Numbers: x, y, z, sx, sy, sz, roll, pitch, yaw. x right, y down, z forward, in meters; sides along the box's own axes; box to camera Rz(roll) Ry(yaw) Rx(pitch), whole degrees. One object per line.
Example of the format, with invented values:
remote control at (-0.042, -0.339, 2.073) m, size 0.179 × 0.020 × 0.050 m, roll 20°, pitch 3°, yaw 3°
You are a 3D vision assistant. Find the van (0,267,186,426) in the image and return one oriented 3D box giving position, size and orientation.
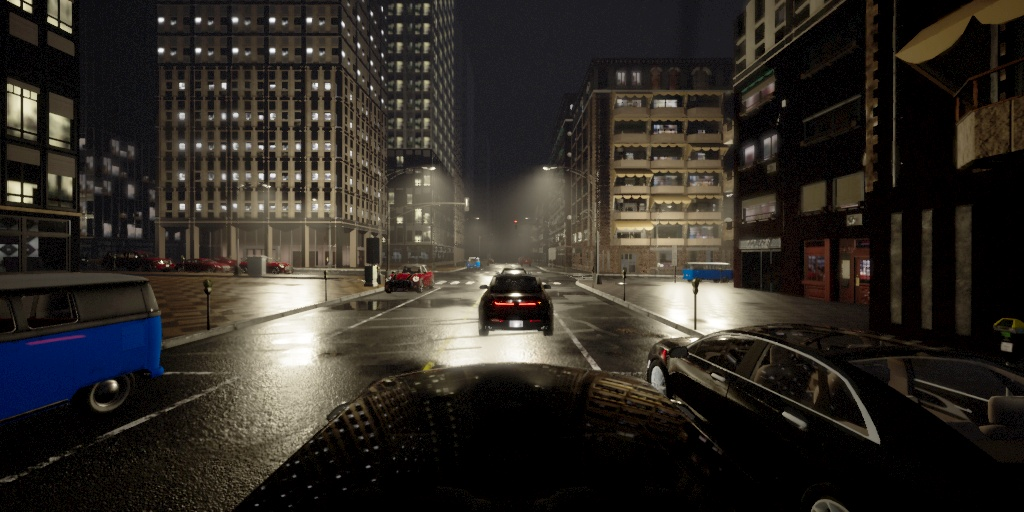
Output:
van at (-5.688, 1.091, 3.281) m, size 1.690 × 1.789 × 3.998 m, roll 0°, pitch 0°, yaw 0°

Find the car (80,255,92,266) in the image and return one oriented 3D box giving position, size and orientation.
car at (-43.696, 0.466, 39.327) m, size 4.829 × 1.417 × 1.751 m, roll 0°, pitch 0°, yaw 0°

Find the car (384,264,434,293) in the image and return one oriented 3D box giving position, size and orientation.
car at (-5.688, 1.192, 20.227) m, size 1.967 × 1.591 × 4.097 m, roll 0°, pitch 0°, yaw 0°

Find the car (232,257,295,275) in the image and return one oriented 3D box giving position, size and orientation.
car at (-21.144, 0.822, 30.995) m, size 4.097 × 1.591 × 1.967 m, roll 0°, pitch 0°, yaw 0°

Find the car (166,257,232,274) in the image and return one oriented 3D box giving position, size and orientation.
car at (-26.718, 0.857, 30.983) m, size 4.207 × 1.307 × 1.802 m, roll 0°, pitch 0°, yaw 0°

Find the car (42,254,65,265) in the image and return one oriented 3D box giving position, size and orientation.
car at (-49.102, 0.399, 39.315) m, size 4.313 × 1.339 × 1.948 m, roll 0°, pitch 0°, yaw 0°

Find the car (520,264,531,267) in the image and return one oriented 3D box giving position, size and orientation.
car at (0.102, 1.316, 19.157) m, size 1.994 × 1.385 × 4.181 m, roll 0°, pitch 0°, yaw 0°

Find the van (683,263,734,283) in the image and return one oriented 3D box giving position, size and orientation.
van at (16.915, 1.457, 30.943) m, size 3.998 × 1.789 × 1.690 m, roll 0°, pitch 0°, yaw 0°

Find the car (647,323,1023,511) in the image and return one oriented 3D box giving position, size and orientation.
car at (2.692, 1.300, 3.280) m, size 2.007 × 1.370 × 4.403 m, roll 0°, pitch 0°, yaw 0°

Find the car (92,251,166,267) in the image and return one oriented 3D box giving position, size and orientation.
car at (-32.292, 0.482, 30.971) m, size 5.009 × 1.841 × 2.192 m, roll 0°, pitch 0°, yaw 0°

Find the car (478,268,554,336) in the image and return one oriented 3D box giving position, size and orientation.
car at (0.102, 1.255, 10.364) m, size 1.837 × 1.490 × 4.892 m, roll 0°, pitch 0°, yaw 0°

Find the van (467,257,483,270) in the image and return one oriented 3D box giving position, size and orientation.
van at (-5.686, 1.104, 52.701) m, size 1.690 × 1.789 × 3.998 m, roll 0°, pitch 0°, yaw 0°
